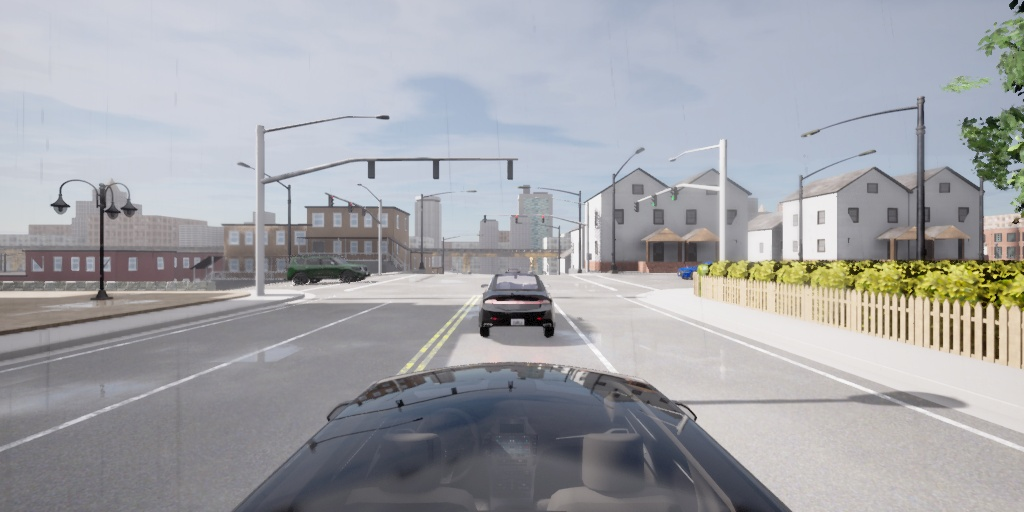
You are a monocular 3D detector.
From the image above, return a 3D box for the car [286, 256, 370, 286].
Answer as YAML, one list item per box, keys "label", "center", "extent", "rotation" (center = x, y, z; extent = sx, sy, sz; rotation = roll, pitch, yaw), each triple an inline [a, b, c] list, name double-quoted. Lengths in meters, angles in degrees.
- label: "car"
  center: [-13.406, 1.000, 26.275]
  extent: [5.566, 2.045, 2.150]
  rotation: [-2, 0, -1]

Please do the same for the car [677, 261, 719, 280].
- label: "car"
  center: [16.655, 1.227, 30.356]
  extent: [5.008, 1.535, 1.882]
  rotation: [0, 0, -1]

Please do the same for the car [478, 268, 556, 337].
- label: "car"
  center: [0.114, 1.241, 10.311]
  extent: [2.128, 1.511, 4.902]
  rotation: [0, 0, 0]
